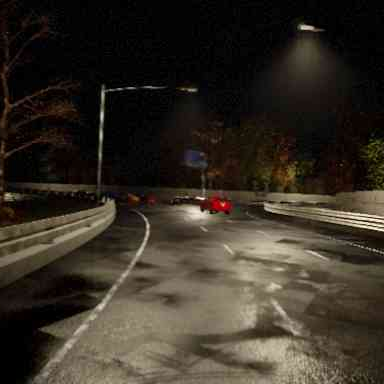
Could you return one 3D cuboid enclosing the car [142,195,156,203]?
[{"bbox_3d":[-8.566,1.250,63.824,1.882,1.535,5.008,3,0,-30],"label":"car"}]

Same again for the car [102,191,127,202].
[{"bbox_3d":[-13.794,0.988,58.854,1.882,1.535,5.008,3,0,-30],"label":"car"}]

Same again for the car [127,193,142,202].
[{"bbox_3d":[-11.697,1.097,62.257,1.882,1.535,5.008,3,0,-30],"label":"car"}]

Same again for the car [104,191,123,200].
[{"bbox_3d":[-16.557,0.765,69.792,2.097,1.767,4.553,3,0,-37],"label":"car"}]

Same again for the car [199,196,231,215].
[{"bbox_3d":[2.534,1.456,37.740,2.150,2.045,5.566,3,0,-16],"label":"car"}]

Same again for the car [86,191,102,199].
[{"bbox_3d":[-19.001,0.827,67.187,2.033,1.411,5.357,3,0,-35],"label":"car"}]

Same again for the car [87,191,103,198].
[{"bbox_3d":[-22.668,0.510,77.714,1.994,1.385,4.181,3,0,-43],"label":"car"}]

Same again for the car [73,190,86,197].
[{"bbox_3d":[-25.338,0.349,75.457,1.812,1.442,4.674,3,0,-43],"label":"car"}]

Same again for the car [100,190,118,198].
[{"bbox_3d":[-19.967,0.447,79.949,2.097,1.767,4.553,3,0,-43],"label":"car"}]

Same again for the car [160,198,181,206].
[{"bbox_3d":[-3.573,1.583,54.086,1.895,1.301,4.718,3,0,-25],"label":"car"}]

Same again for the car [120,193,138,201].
[{"bbox_3d":[-13.688,1.052,71.779,1.837,1.490,4.892,3,0,-37],"label":"car"}]
